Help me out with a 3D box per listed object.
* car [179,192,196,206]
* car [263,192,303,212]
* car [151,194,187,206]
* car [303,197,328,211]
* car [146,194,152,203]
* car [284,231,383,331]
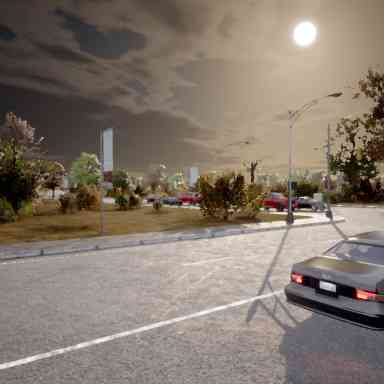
[{"bbox_3d":[-0.081,1.042,52.723,2.150,2.045,5.566,-1,0,-39],"label":"car"},{"bbox_3d":[8.750,1.059,36.252,2.150,2.045,5.566,-1,0,-37],"label":"car"},{"bbox_3d":[-3.605,1.393,51.519,2.033,1.411,5.357,-1,0,-39],"label":"car"},{"bbox_3d":[12.629,1.304,36.986,2.128,1.511,4.902,-1,0,-39],"label":"car"},{"bbox_3d":[-6.413,1.176,60.631,2.097,1.767,4.553,-1,0,-38],"label":"car"},{"bbox_3d":[4.176,1.528,6.746,5.357,1.411,2.033,0,0,-36],"label":"car"}]
